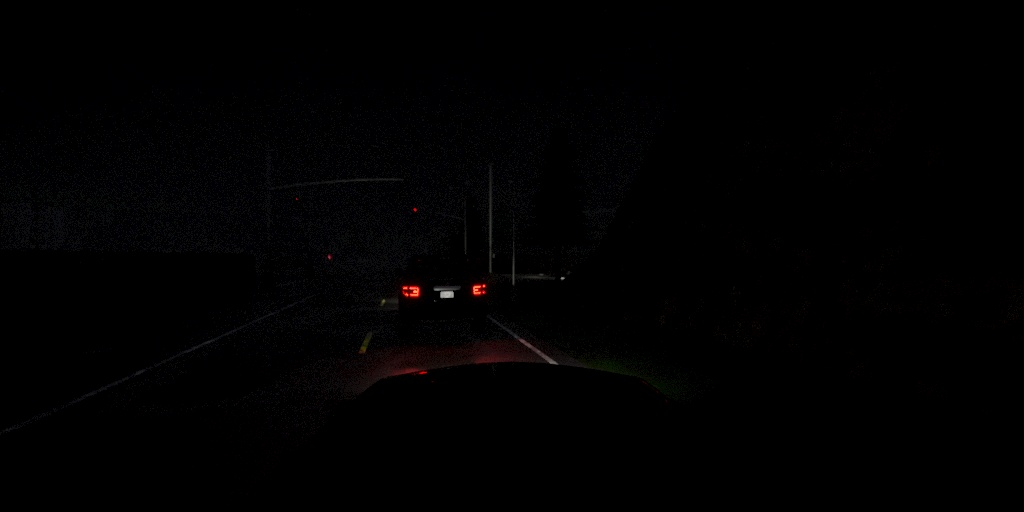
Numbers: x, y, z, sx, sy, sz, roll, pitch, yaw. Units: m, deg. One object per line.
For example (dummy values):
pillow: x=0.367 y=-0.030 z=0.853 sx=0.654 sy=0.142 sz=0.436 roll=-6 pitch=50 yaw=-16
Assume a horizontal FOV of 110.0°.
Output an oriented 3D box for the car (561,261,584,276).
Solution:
car: x=6.659 y=1.219 z=35.261 sx=5.008 sy=1.535 sz=1.882 roll=0 pitch=0 yaw=-19

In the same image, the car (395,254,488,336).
car: x=-2.230 y=0.969 z=10.718 sx=2.150 sy=2.045 sz=5.566 roll=0 pitch=0 yaw=-16
